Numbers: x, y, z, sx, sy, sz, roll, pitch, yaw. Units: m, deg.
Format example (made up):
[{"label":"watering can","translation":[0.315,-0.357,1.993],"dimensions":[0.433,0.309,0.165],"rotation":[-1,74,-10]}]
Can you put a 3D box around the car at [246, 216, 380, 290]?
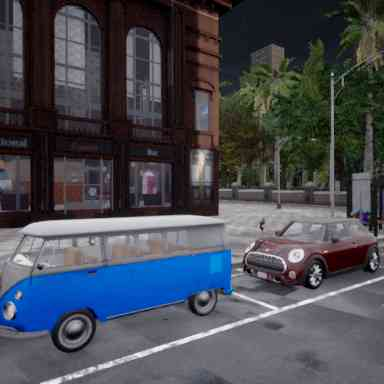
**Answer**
[{"label":"car","translation":[3.273,1.439,9.030],"dimensions":[4.097,1.590,1.967],"rotation":[0,0,-36]}]

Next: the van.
[{"label":"van","translation":[-1.129,1.341,5.856],"dimensions":[3.998,1.788,1.690],"rotation":[0,0,-36]}]
